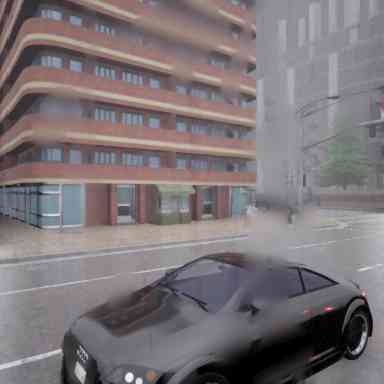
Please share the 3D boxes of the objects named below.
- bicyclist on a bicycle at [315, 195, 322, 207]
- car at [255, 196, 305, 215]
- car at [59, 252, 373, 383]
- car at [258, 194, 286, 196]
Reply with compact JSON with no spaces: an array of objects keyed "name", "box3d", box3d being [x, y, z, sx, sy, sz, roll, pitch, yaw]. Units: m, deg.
[{"name":"bicyclist on a bicycle","box3d":[17.805,1.301,46.934,1.656,1.620,0.582,0,0,-36]},{"name":"car","box3d":[8.866,1.491,32.937,2.128,1.511,4.902,0,0,-36]},{"name":"car","box3d":[0.533,1.564,4.378,4.181,1.385,1.994,0,0,-36]},{"name":"car","box3d":[9.692,1.222,37.735,2.150,2.045,5.566,0,0,-36]}]
